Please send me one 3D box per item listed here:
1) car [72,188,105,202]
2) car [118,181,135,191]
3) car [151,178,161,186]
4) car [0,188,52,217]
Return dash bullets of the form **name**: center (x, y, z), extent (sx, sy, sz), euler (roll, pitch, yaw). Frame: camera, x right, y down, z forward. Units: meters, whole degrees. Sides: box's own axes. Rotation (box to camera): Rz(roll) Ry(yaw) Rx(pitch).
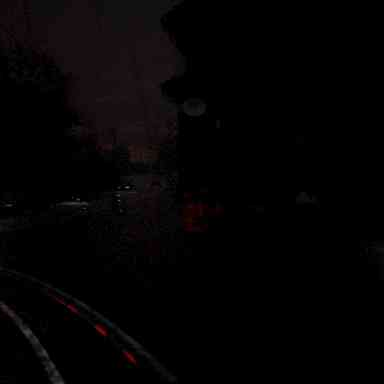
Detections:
- **car**: center (-12.059, 0.250, 39.057), extent (2.033, 1.411, 5.357), euler (0, 5, 9)
- **car**: center (-10.499, -0.964, 53.616), extent (1.837, 1.490, 4.892), euler (0, 4, 3)
- **car**: center (-7.268, -1.976, 66.580), extent (1.882, 1.535, 5.008), euler (0, 4, -5)
- **car**: center (-14.334, 0.836, 28.142), extent (2.150, 2.045, 5.566), euler (0, 5, 13)
